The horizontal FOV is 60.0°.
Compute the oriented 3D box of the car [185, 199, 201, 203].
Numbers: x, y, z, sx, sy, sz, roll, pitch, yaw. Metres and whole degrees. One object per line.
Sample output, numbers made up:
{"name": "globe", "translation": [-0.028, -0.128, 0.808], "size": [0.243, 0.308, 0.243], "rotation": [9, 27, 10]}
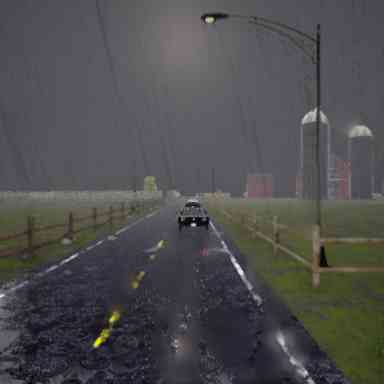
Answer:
{"name": "car", "translation": [0.094, 1.556, 40.304], "size": [1.882, 1.535, 5.008], "rotation": [0, 0, 0]}

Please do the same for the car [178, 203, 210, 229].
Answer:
{"name": "car", "translation": [0.096, 1.625, 21.561], "size": [1.895, 1.301, 4.718], "rotation": [0, 0, 0]}
